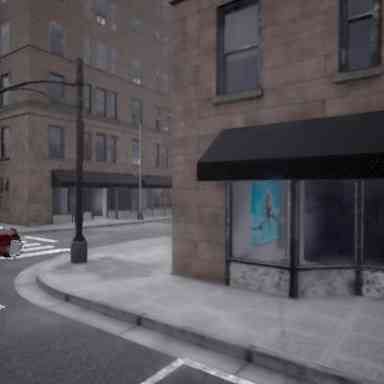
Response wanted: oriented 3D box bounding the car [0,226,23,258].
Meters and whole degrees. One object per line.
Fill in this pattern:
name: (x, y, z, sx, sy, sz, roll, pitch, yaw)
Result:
car: (-6.733, 1.438, 9.523, 1.882, 1.535, 5.008, -1, 0, -5)
